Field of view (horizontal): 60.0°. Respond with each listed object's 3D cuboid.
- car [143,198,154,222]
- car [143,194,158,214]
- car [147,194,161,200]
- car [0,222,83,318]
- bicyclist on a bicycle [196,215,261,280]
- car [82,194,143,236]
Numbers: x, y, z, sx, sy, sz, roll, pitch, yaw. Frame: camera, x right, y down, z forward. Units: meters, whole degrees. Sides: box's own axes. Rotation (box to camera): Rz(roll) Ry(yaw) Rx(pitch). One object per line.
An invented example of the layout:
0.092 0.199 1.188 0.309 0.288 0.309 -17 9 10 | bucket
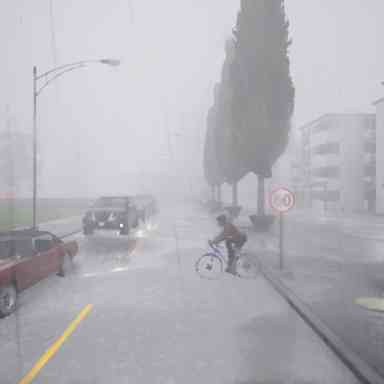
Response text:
-4.447 1.470 26.283 1.882 1.535 5.008 0 0 -1 | car
-4.596 1.212 32.584 2.150 2.045 5.566 0 0 0 | car
-10.655 1.386 92.739 3.633 1.501 1.845 0 0 -1 | car
-4.218 1.599 7.498 1.895 1.301 4.718 0 0 -1 | car
0.910 1.416 8.379 1.656 1.620 0.582 -1 0 -1 | bicyclist on a bicycle
-4.415 1.219 18.862 2.150 2.045 5.566 0 0 -1 | car
